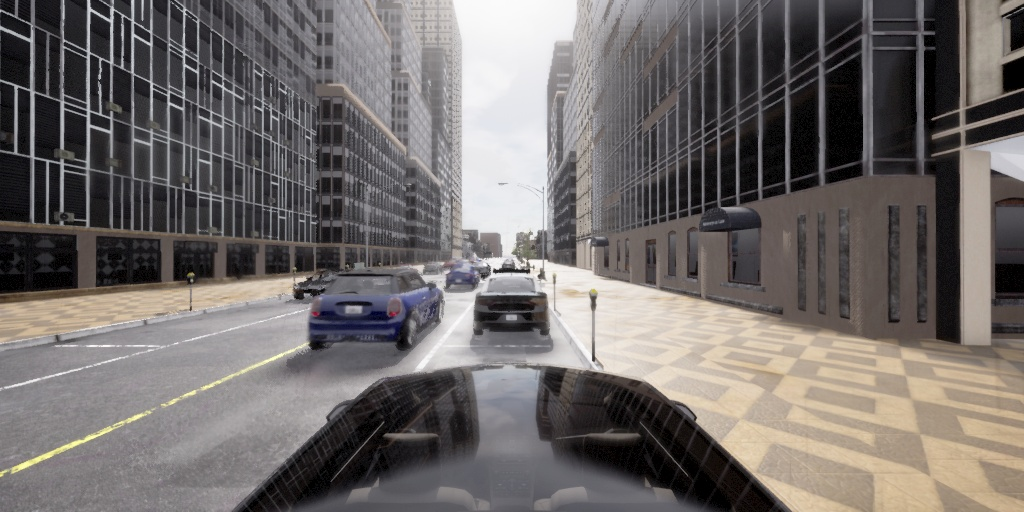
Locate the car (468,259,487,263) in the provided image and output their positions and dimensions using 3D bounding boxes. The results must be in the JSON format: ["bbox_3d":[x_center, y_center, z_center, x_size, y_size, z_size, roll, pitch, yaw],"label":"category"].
[{"bbox_3d":[-3.100,1.286,36.216,2.033,1.411,5.357,0,0,0],"label":"car"}]

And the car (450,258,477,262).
[{"bbox_3d":[-6.191,1.280,46.023,2.033,1.411,5.357,0,0,0],"label":"car"}]

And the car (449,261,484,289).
[{"bbox_3d":[-3.085,1.271,23.123,1.812,1.442,4.674,0,0,0],"label":"car"}]

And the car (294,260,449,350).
[{"bbox_3d":[-3.145,1.100,9.257,2.097,1.767,4.553,0,0,0],"label":"car"}]

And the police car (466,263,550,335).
[{"bbox_3d":[-0.012,1.174,10.609,1.930,1.638,5.238,0,0,0],"label":"police car"}]

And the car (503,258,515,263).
[{"bbox_3d":[-0.455,1.298,46.099,1.948,1.339,4.313,0,0,0],"label":"car"}]

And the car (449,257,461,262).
[{"bbox_3d":[-8.836,1.273,51.803,1.888,1.381,4.507,0,0,0],"label":"car"}]
